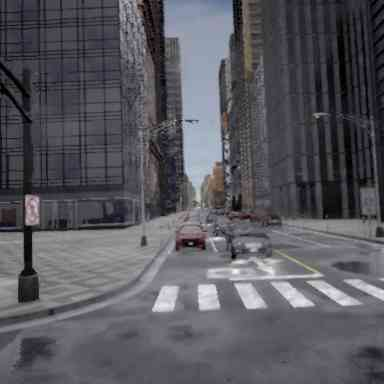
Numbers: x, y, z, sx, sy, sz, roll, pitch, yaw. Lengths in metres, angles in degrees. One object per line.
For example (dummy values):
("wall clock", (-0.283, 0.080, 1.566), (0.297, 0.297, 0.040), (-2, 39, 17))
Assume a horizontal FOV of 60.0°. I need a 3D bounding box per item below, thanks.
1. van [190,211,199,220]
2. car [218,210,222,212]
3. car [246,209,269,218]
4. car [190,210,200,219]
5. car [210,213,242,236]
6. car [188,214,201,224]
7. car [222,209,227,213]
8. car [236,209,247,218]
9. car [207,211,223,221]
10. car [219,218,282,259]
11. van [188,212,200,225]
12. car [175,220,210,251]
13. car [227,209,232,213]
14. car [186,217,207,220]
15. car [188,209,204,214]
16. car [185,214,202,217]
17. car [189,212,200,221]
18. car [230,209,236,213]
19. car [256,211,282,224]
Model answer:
("van", (0.570, 4.902, 70.484), (1.690, 1.788, 3.998), (-2, -3, 1))
("car", (9.360, 5.620, 92.866), (2.192, 1.841, 5.009), (-2, -3, 1))
("car", (8.745, 3.171, 42.308), (2.192, 1.841, 5.009), (-2, -3, 1))
("car", (0.637, 5.148, 76.104), (2.192, 1.841, 5.009), (-2, -3, 1))
("car", (2.813, 2.905, 28.710), (1.837, 1.490, 4.892), (-2, -1, 0))
("car", (0.370, 4.295, 53.621), (2.008, 1.369, 4.403), (-2, -3, 1))
("car", (9.224, 5.080, 81.630), (2.192, 1.841, 5.009), (-2, -3, 1))
("car", (8.882, 3.722, 53.542), (2.192, 1.841, 5.009), (-2, -3, 1))
("car", (3.166, 4.021, 49.993), (1.994, 1.385, 4.181), (-2, -3, 1))
("car", (2.673, 2.273, 16.325), (2.128, 1.511, 4.902), (-2, -3, 2))
("van", (0.296, 3.811, 48.014), (1.690, 1.788, 3.998), (-2, -3, 1))
("car", (-0.041, 2.615, 19.915), (1.887, 1.381, 4.507), (-2, -3, 1))
("car", (9.094, 4.768, 70.384), (1.887, 1.381, 4.507), (-2, -3, 1))
("car", (0.025, 2.871, 25.364), (1.752, 1.417, 4.829), (-2, -3, 1))
("car", (0.226, 3.509, 42.397), (2.192, 1.841, 5.009), (-2, -3, 1))
("car", (0.165, 3.460, 36.768), (1.887, 1.381, 4.507), (-2, -3, 1))
("car", (0.504, 4.730, 64.862), (1.967, 1.590, 4.097), (-2, -3, 1))
("car", (9.027, 4.534, 64.765), (1.802, 1.307, 4.206), (-2, -3, 1))
("car", (8.684, 3.143, 36.678), (1.947, 1.339, 4.313), (-2, -3, 1))
